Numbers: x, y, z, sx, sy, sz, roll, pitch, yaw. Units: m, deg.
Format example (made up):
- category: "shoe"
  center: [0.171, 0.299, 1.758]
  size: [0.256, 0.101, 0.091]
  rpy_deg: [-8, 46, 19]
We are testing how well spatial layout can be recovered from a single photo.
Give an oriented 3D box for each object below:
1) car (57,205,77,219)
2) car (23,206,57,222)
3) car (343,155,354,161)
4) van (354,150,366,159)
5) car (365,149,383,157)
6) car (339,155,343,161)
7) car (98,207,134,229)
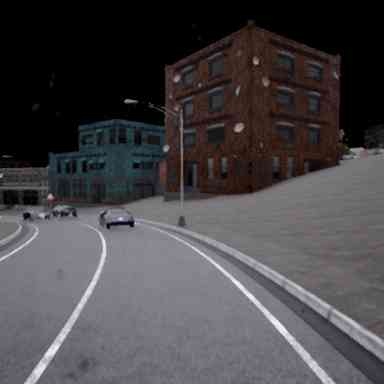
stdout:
- category: "car"
  center: [-15.101, 2.282, 38.952]
  size: [1.837, 1.490, 4.892]
  rpy_deg: [-2, -1, -40]
- category: "car"
  center: [-16.114, 2.260, 34.409]
  size: [2.128, 1.511, 4.902]
  rpy_deg: [-2, -1, -39]
- category: "car"
  center: [30.155, -5.987, 61.427]
  size: [2.002, 1.452, 4.674]
  rpy_deg: [0, 1, 7]
- category: "van"
  center: [29.502, -6.101, 55.817]
  size: [1.878, 1.987, 4.442]
  rpy_deg: [0, 2, 7]
- category: "car"
  center: [28.880, -5.724, 50.464]
  size: [2.231, 1.521, 4.892]
  rpy_deg: [0, 2, 7]
- category: "car"
  center: [30.787, -6.419, 66.869]
  size: [2.435, 2.045, 5.566]
  rpy_deg: [0, 1, 7]
- category: "car"
  center: [-5.487, 1.790, 23.855]
  size: [1.994, 1.385, 4.181]
  rpy_deg: [-1, -1, -23]
